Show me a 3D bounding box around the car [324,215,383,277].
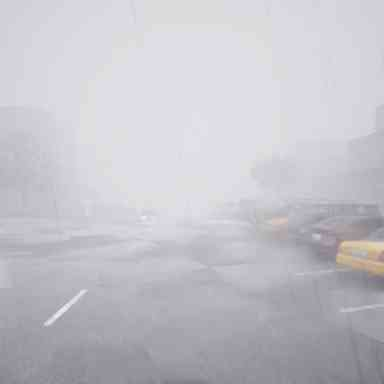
[{"bbox_3d":[6.580,1.554,9.208,5.366,1.575,1.946,1,-1,-20],"label":"car"}]

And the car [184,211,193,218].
[{"bbox_3d":[-0.911,5.775,84.056,2.128,1.511,4.902,0,-6,-1],"label":"car"}]

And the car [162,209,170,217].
[{"bbox_3d":[-5.496,3.808,60.102,1.994,1.385,4.181,0,-5,0],"label":"car"}]

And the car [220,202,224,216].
[{"bbox_3d":[6.249,2.172,38.437,4.892,1.521,2.231,2,-3,-20],"label":"car"}]

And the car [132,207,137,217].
[{"bbox_3d":[-11.717,2.869,52.302,5.566,2.045,2.435,1,-5,-21],"label":"car"}]

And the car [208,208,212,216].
[{"bbox_3d":[5.990,3.609,58.905,5.008,1.535,2.097,3,-5,-21],"label":"car"}]

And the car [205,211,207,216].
[{"bbox_3d":[5.831,4.353,67.672,4.892,1.521,2.231,3,-6,-21],"label":"car"}]

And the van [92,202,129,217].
[{"bbox_3d":[-11.548,2.447,46.355,4.442,1.987,1.878,1,-4,-21],"label":"van"}]

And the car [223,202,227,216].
[{"bbox_3d":[6.442,2.036,35.586,5.366,1.575,1.946,2,-3,-20],"label":"car"}]

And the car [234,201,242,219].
[{"bbox_3d":[6.328,1.740,26.751,4.892,1.521,2.231,1,-2,-20],"label":"car"}]

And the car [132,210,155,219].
[{"bbox_3d":[-12.361,5.787,85.060,5.566,2.045,2.435,1,-6,-21],"label":"car"}]

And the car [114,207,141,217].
[{"bbox_3d":[-11.840,3.714,61.232,4.553,1.767,2.185,1,-5,-21],"label":"car"}]

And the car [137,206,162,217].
[{"bbox_3d":[-5.307,2.462,42.092,1.994,1.385,4.181,0,-3,0],"label":"car"}]

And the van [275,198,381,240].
[{"bbox_3d":[6.287,1.371,14.969,4.442,1.987,1.878,1,0,-20],"label":"van"}]

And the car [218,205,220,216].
[{"bbox_3d":[6.221,2.329,41.360,5.008,1.535,2.097,2,-4,-21],"label":"car"}]

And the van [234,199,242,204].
[{"bbox_3d":[6.428,1.595,29.720,4.442,1.987,1.878,2,-3,-20],"label":"van"}]

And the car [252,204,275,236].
[{"bbox_3d":[6.209,1.614,17.883,5.366,1.575,1.946,1,0,-20],"label":"car"}]

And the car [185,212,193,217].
[{"bbox_3d":[-0.701,5.045,74.057,1.895,1.301,4.718,0,-5,-1],"label":"car"}]

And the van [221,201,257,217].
[{"bbox_3d":[6.294,2.287,44.341,4.442,1.987,1.878,2,-4,-21],"label":"van"}]

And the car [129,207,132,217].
[{"bbox_3d":[-11.727,2.763,49.280,4.553,1.767,2.185,1,-5,-21],"label":"car"}]

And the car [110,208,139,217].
[{"bbox_3d":[-11.817,3.632,58.228,4.674,1.452,2.002,1,-5,-21],"label":"car"}]

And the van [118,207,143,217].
[{"bbox_3d":[-11.814,3.869,64.262,4.442,1.987,1.878,1,-5,-21],"label":"van"}]

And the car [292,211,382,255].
[{"bbox_3d":[6.426,1.606,12.091,4.792,1.488,2.163,1,-1,-20],"label":"car"}]

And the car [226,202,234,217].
[{"bbox_3d":[6.302,1.917,32.594,4.892,1.521,2.231,2,-2,-20],"label":"car"}]

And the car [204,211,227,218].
[{"bbox_3d":[5.615,5.424,79.359,5.008,1.535,2.097,3,-6,-21],"label":"car"}]

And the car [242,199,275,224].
[{"bbox_3d":[6.348,1.393,20.876,5.566,2.045,2.435,1,-1,-20],"label":"car"}]

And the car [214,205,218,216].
[{"bbox_3d":[6.119,2.734,47.195,4.792,1.488,2.163,2,-4,-21],"label":"car"}]
